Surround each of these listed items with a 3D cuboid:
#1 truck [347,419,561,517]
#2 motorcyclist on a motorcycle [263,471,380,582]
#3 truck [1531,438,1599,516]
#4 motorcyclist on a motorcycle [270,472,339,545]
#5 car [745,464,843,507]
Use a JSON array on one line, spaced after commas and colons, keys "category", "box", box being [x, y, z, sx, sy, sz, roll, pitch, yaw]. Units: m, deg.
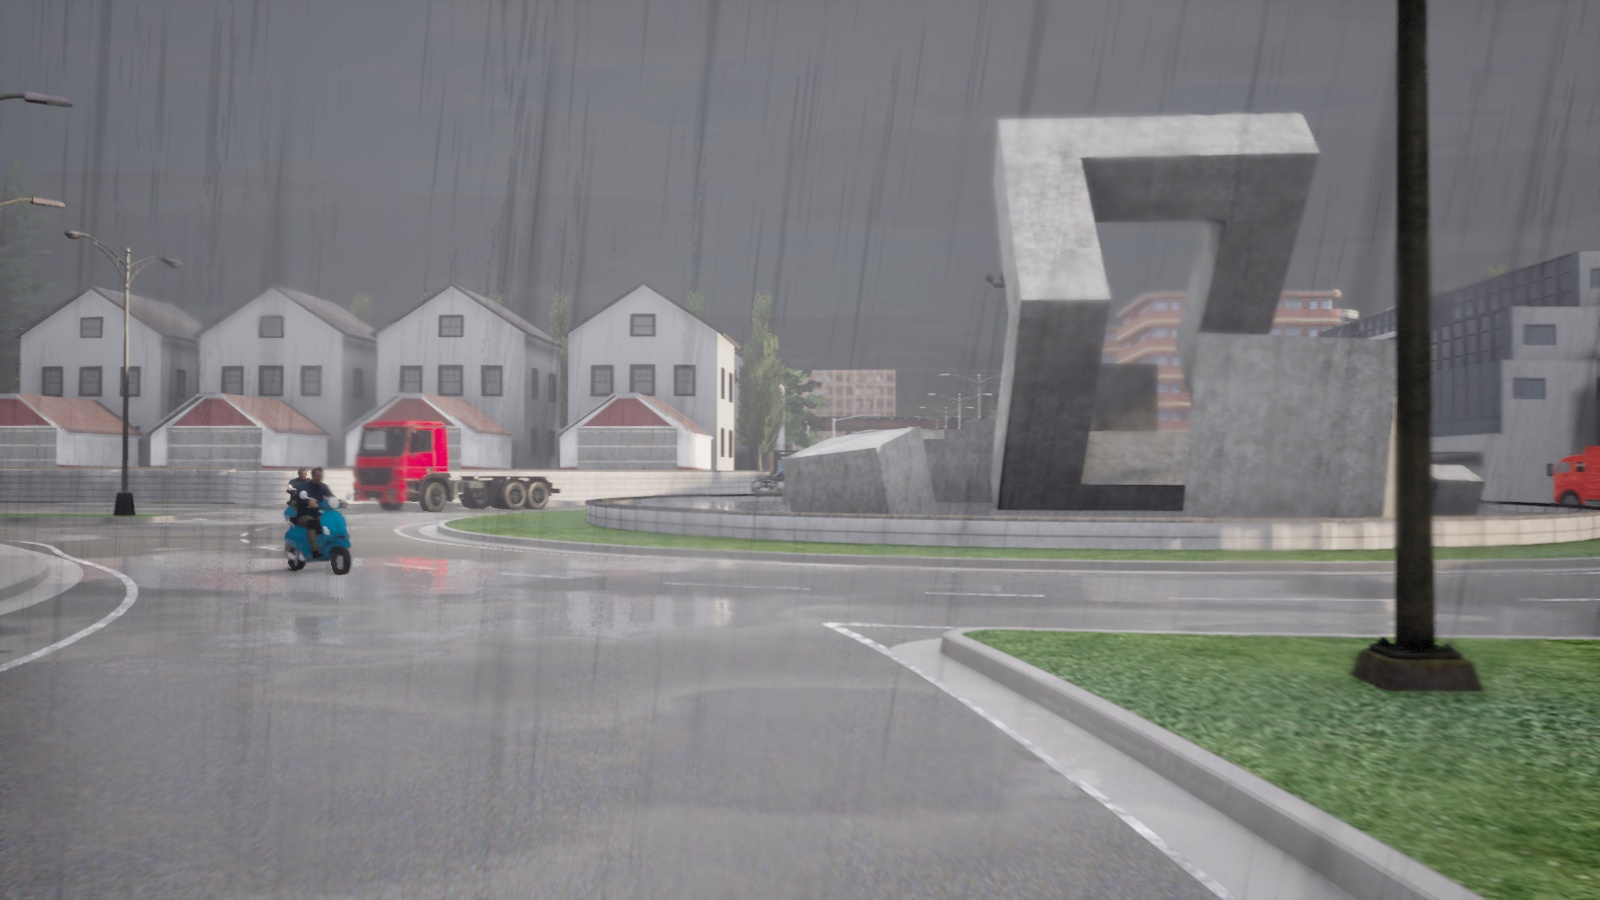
[{"category": "truck", "box": [-13.157, 0.710, 48.477, 2.891, 3.462, 7.936, -1, -1, 35]}, {"category": "motorcyclist on a motorcycle", "box": [-7.221, 1.120, 18.914, 1.817, 1.590, 0.866, -1, -2, 40]}, {"category": "truck", "box": [26.669, 0.875, 40.585, 2.627, 2.467, 5.204, 0, -1, -8]}, {"category": "motorcyclist on a motorcycle", "box": [-11.237, 1.300, 28.450, 0.866, 1.590, 1.817, 0, -1, -42]}, {"category": "car", "box": [-0.225, 1.583, 56.782, 1.932, 1.855, 4.605, -1, -1, 40]}]
